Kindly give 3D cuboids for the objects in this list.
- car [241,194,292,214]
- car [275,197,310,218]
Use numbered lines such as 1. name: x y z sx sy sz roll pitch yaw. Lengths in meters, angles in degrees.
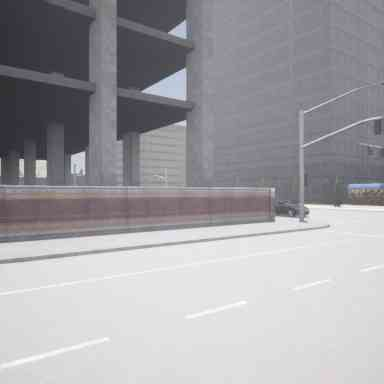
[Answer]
1. car: 8.223 1.221 37.318 2.150 2.045 5.566 0 0 -36
2. car: 8.547 1.505 30.860 1.837 1.490 4.892 0 0 -35
